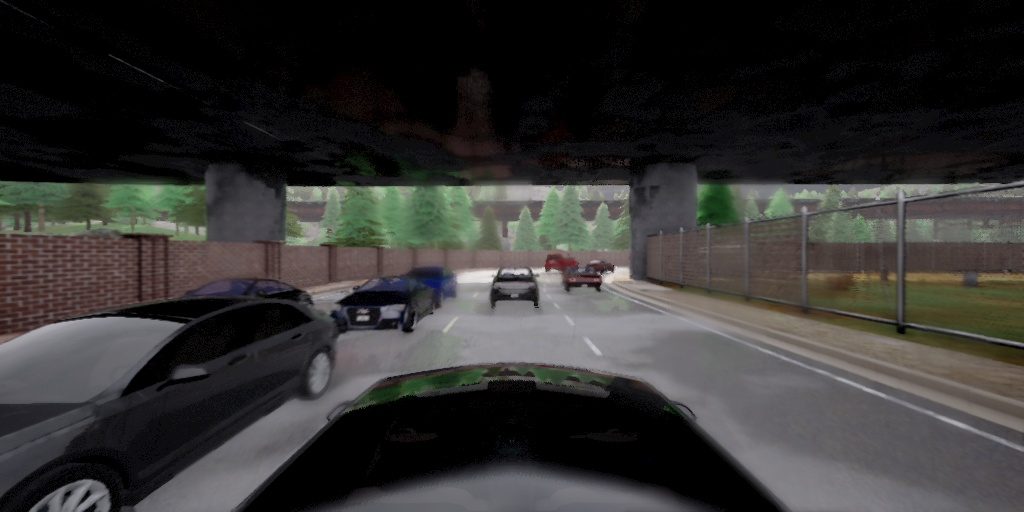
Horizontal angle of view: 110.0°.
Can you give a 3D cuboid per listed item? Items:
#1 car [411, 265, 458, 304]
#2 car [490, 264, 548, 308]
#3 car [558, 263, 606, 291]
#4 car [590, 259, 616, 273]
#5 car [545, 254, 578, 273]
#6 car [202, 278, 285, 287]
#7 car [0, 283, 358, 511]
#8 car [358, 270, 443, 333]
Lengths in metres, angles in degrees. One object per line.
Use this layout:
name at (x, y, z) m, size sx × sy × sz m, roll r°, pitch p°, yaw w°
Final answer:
car at (-3.506, 1.157, 15.101) m, size 1.882 × 1.535 × 5.008 m, roll 0°, pitch 0°, yaw 1°
car at (0.136, 1.171, 14.883) m, size 2.128 × 1.511 × 4.902 m, roll 0°, pitch 0°, yaw 1°
car at (3.900, 1.248, 20.693) m, size 1.895 × 1.301 × 4.718 m, roll 0°, pitch 0°, yaw 5°
car at (9.347, 1.078, 37.868) m, size 1.812 × 1.442 × 4.674 m, roll 0°, pitch 0°, yaw 36°
car at (5.445, 0.771, 38.674) m, size 2.150 × 2.045 × 5.566 m, roll -1°, pitch 0°, yaw 30°
car at (-7.017, 1.277, 9.208) m, size 1.994 × 1.385 × 4.181 m, roll 0°, pitch 0°, yaw 0°
car at (-3.587, 1.247, 3.623) m, size 1.837 × 1.490 × 4.892 m, roll 0°, pitch 0°, yaw 0°
car at (-3.504, 1.269, 10.439) m, size 1.994 × 1.385 × 4.181 m, roll 0°, pitch 0°, yaw 0°
